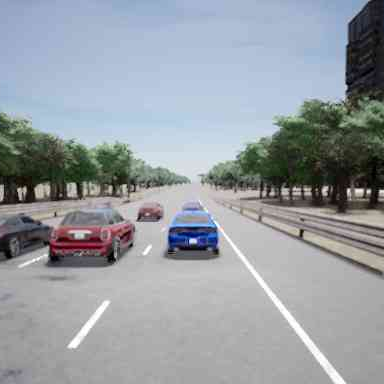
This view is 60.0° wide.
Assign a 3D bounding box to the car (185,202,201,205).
[{"bbox_3d":[0.061,1.567,28.192,1.812,1.442,4.674,0,0,0],"label":"car"}]

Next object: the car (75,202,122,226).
[{"bbox_3d":[-6.965,1.590,25.379,2.033,1.411,5.357,0,0,0],"label":"car"}]

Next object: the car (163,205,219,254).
[{"bbox_3d":[0.062,1.510,13.746,1.882,1.535,5.008,0,0,1],"label":"car"}]

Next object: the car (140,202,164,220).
[{"bbox_3d":[-3.438,1.567,28.206,1.812,1.442,4.674,0,0,1],"label":"car"}]

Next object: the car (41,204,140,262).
[{"bbox_3d":[-3.449,1.382,12.377,2.097,1.767,4.553,0,0,1],"label":"car"}]

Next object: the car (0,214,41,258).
[{"bbox_3d":[-6.947,1.557,12.717,1.812,1.442,4.674,0,0,0],"label":"car"}]
